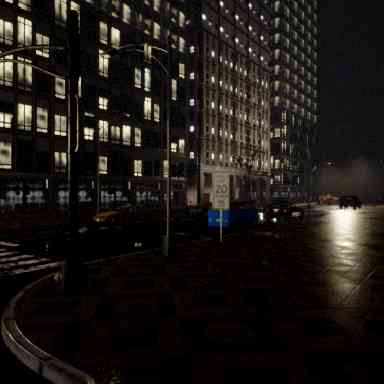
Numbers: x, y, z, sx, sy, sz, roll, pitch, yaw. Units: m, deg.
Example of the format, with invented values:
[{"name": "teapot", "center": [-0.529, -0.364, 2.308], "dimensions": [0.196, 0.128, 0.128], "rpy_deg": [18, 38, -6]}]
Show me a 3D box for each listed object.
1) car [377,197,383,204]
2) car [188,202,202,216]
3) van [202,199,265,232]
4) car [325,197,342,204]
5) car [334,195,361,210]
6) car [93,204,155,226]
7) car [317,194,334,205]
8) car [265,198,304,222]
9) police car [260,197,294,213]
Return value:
[{"name": "car", "center": [38.167, 1.658, 66.543], "dimensions": [1.947, 1.339, 4.313], "rpy_deg": [0, 0, 38]}, {"name": "car", "center": [1.342, 1.604, 31.711], "dimensions": [1.802, 1.307, 4.206], "rpy_deg": [0, 0, 38]}, {"name": "van", "center": [2.612, 1.368, 20.273], "dimensions": [1.690, 1.788, 3.998], "rpy_deg": [0, 0, 38]}, {"name": "car", "center": [28.530, 1.624, 66.953], "dimensions": [2.008, 1.369, 4.403], "rpy_deg": [0, 0, 38]}, {"name": "car", "center": [21.175, 1.368, 44.518], "dimensions": [2.192, 1.841, 5.009], "rpy_deg": [0, 0, 38]}, {"name": "car", "center": [-4.774, 1.540, 23.995], "dimensions": [1.752, 1.417, 4.829], "rpy_deg": [0, 0, 38]}, {"name": "car", "center": [25.132, 1.381, 62.548], "dimensions": [2.192, 1.841, 5.009], "rpy_deg": [0, 0, 38]}, {"name": "car", "center": [7.581, 1.472, 26.897], "dimensions": [1.967, 1.590, 4.097], "rpy_deg": [0, 0, 38]}, {"name": "police car", "center": [9.967, 1.459, 38.689], "dimensions": [1.930, 1.638, 5.238], "rpy_deg": [0, 0, 38]}]
